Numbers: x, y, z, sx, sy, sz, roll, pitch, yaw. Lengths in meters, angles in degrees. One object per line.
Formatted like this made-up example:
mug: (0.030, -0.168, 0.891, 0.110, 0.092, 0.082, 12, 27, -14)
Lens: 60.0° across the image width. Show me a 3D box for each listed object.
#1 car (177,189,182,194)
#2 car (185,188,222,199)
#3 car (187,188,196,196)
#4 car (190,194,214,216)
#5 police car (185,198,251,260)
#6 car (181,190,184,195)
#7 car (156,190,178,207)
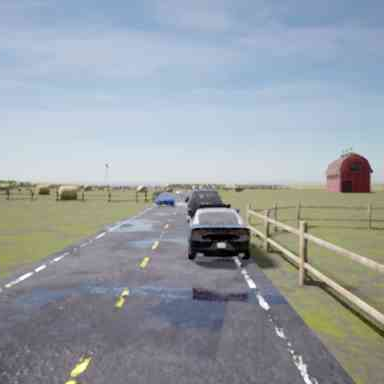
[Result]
car: (-2.880, 0.041, 78.621, 1.812, 1.442, 4.674, 0, 1, 0)
car: (0.787, 0.840, 21.642, 2.150, 2.045, 5.566, 0, 1, 0)
car: (-0.122, -0.040, 74.049, 2.097, 1.767, 4.553, 0, 1, 0)
car: (0.778, 1.016, 27.617, 1.837, 1.490, 4.892, 0, 1, 0)
police car: (0.804, 1.216, 11.728, 1.930, 1.638, 5.238, 0, 1, 0)
car: (-0.066, 0.716, 46.996, 2.033, 1.411, 5.357, 0, 1, 0)
car: (-2.904, 0.824, 37.023, 1.882, 1.535, 5.008, 0, 1, 0)
